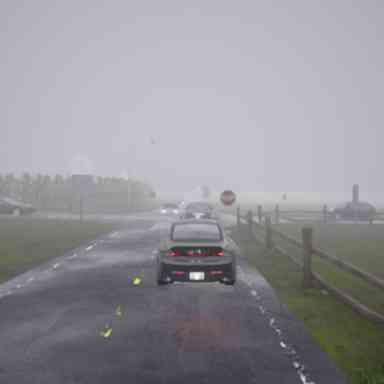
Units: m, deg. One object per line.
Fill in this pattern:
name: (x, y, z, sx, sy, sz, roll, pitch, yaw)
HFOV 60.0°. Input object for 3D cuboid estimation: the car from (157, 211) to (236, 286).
car: (0.104, 1.501, 9.367, 1.837, 1.490, 4.892, 0, 0, 0)

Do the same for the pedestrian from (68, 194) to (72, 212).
pedestrian: (-12.166, 1.124, 33.445, 0.375, 1.860, 0.375, 0, -1, 0)

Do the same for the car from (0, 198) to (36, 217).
car: (-15.524, 1.203, 27.418, 5.008, 1.535, 1.882, 1, 0, 1)

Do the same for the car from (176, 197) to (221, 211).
car: (0.623, 1.344, 20.034, 2.097, 1.767, 4.553, 0, 0, 7)

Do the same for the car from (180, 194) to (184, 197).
car: (-2.815, 1.456, 57.351, 1.882, 1.535, 5.008, 0, 1, 0)

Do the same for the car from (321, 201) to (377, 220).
car: (14.323, 1.634, 30.494, 4.553, 1.767, 2.097, 1, 0, 0)

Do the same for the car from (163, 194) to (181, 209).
car: (-2.830, 1.461, 45.040, 1.882, 1.535, 5.008, 0, 0, 0)

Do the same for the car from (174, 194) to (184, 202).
car: (-2.741, 1.324, 72.341, 2.097, 1.767, 4.553, 0, 0, 0)
